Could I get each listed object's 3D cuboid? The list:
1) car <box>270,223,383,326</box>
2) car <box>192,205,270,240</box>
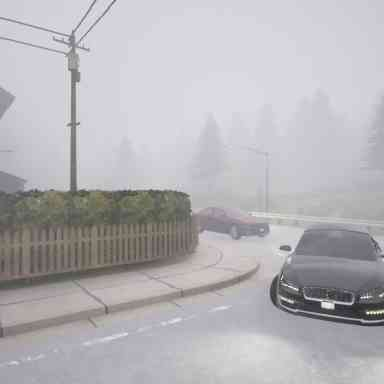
[{"bbox_3d":[3.182,1.505,7.316,1.837,1.490,4.892,0,0,27],"label":"car"},{"bbox_3d":[1.882,1.477,17.451,1.882,1.535,5.008,0,0,-33],"label":"car"}]
